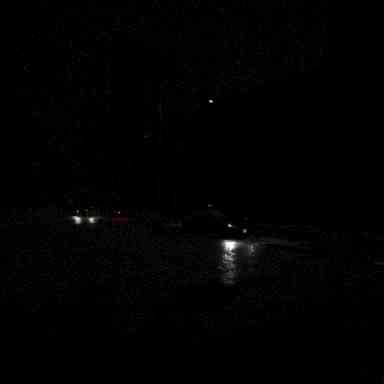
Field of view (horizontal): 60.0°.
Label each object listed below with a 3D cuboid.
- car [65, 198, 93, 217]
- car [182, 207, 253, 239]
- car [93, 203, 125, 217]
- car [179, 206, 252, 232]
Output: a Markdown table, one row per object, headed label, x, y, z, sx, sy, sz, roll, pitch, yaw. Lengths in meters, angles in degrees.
| label | x | y | z | sx | sy | sz | roll | pitch | yaw |
| --- | --- | --- | --- | --- | --- | --- | --- | --- | --- |
| car | -13.032 | 1.721 | 38.483 | 2.150 | 2.045 | 5.566 | 1 | -2 | -35 |
| car | 1.248 | 1.647 | 18.154 | 1.812 | 1.442 | 4.674 | 1 | -1 | -35 |
| car | -9.407 | 2.022 | 38.389 | 1.837 | 1.490 | 4.892 | 1 | -2 | -35 |
| car | 1.449 | 1.774 | 22.985 | 2.033 | 1.411 | 5.357 | 1 | -2 | -35 |
